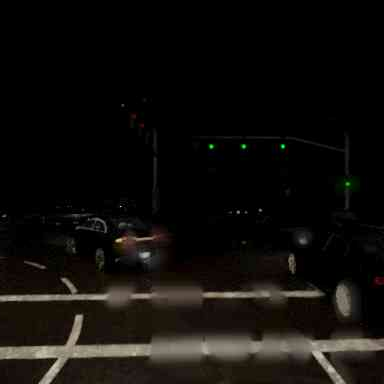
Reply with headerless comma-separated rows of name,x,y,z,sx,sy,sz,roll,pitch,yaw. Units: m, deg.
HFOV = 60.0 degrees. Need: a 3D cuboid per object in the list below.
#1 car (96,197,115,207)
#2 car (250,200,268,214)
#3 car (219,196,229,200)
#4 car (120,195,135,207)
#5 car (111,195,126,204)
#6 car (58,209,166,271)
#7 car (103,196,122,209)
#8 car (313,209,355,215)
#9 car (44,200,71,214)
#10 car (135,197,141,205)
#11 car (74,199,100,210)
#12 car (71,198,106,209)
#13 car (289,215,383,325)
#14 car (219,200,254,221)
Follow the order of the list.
car,-14.950,1.688,57.767,2.128,1.511,4.902,0,0,0
car,7.132,1.631,37.124,1.837,1.490,4.892,0,0,0
car,7.169,1.607,74.031,2.097,1.767,4.553,0,0,1
car,-11.452,1.717,56.490,1.812,1.442,4.674,0,0,0
car,-14.922,1.579,67.934,2.097,1.767,4.553,0,0,0
car,-2.701,1.530,11.178,2.128,1.511,4.902,1,-1,-35
car,-11.460,1.662,46.220,1.837,1.490,4.892,0,0,0
car,7.115,1.584,16.928,1.812,1.442,4.674,0,0,0
car,-15.023,1.606,37.887,1.882,1.535,5.008,0,0,0
car,-11.433,1.726,66.897,2.128,1.511,4.902,0,0,0
car,-14.959,1.709,47.664,2.033,1.411,5.357,0,0,0
car,-11.565,1.691,37.398,1.994,1.385,4.181,0,0,1
car,3.606,1.503,7.285,1.882,1.535,5.008,0,0,0
car,3.624,1.645,28.530,2.033,1.411,5.357,0,0,0
